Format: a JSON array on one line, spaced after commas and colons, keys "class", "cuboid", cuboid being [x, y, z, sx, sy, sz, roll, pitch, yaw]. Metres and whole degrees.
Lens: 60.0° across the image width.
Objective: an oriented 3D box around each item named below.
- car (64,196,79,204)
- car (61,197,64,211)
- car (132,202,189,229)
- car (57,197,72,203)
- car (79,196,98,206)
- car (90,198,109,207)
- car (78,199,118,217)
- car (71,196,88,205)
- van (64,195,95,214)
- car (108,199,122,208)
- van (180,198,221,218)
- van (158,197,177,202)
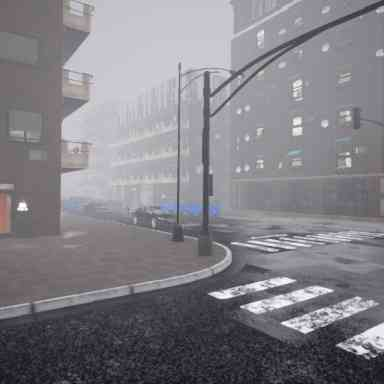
[{"class": "car", "cuboid": [-24.502, 1.614, 67.525, 1.967, 1.590, 4.097, 1, -1, -35]}, {"class": "car", "cuboid": [-15.110, 1.580, 40.024, 2.008, 1.369, 4.403, 1, -1, -35]}, {"class": "car", "cuboid": [-2.406, 1.539, 21.603, 2.008, 1.369, 4.403, 1, -1, -35]}, {"class": "car", "cuboid": [-27.679, 1.726, 72.130, 1.887, 1.381, 4.507, 1, -1, -35]}, {"class": "car", "cuboid": [-18.150, 1.596, 58.314, 1.967, 1.590, 4.097, 1, -1, -35]}, {"class": "car", "cuboid": [-14.975, 1.729, 53.708, 1.802, 1.307, 4.206, 1, -1, -35]}, {"class": "car", "cuboid": [-8.759, 1.591, 30.813, 1.802, 1.307, 4.206, 1, -1, -35]}, {"class": "car", "cuboid": [-21.326, 1.605, 62.920, 1.967, 1.590, 4.097, 1, -1, -35]}, {"class": "van", "cuboid": [-11.933, 1.361, 35.420, 1.690, 1.788, 3.998, 1, -1, -35]}, {"class": "car", "cuboid": [-11.799, 1.683, 49.103, 1.887, 1.381, 4.507, 1, -1, -35]}, {"class": "van", "cuboid": [0.906, 1.439, 30.683, 1.690, 1.788, 3.998, 1, -1, -35]}, {"class": "van", "cuboid": [-2.270, 1.449, 35.288, 1.690, 1.788, 3.998, 1, -1, -35]}]
